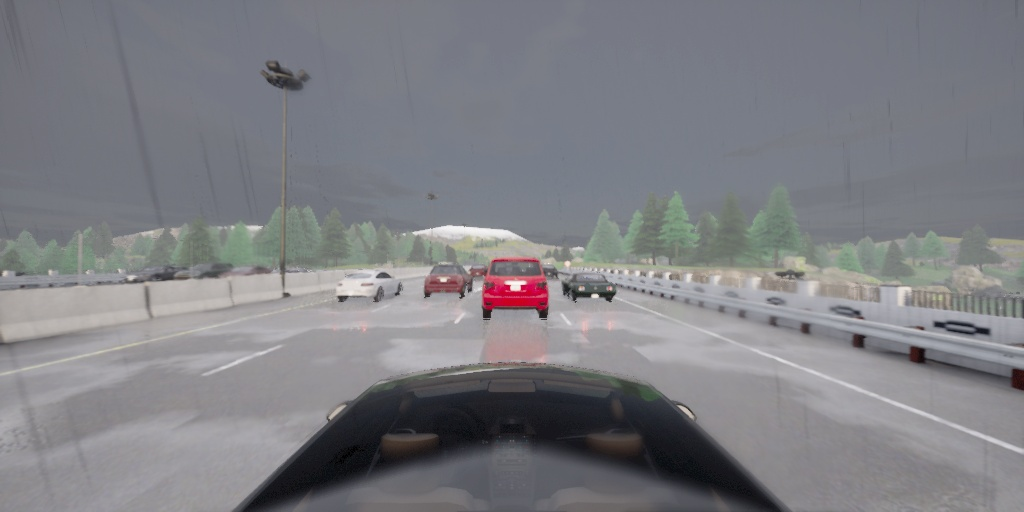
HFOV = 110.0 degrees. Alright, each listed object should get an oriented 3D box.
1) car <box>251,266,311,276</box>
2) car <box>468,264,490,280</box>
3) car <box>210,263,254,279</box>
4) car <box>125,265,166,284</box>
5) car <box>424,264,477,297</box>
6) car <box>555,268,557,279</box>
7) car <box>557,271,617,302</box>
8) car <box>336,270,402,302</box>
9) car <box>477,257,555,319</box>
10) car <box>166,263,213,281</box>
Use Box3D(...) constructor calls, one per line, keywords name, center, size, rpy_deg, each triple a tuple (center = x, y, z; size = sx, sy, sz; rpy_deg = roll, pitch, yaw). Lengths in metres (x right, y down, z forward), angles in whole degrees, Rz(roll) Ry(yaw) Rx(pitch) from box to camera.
Box3D(name="car", center=(-17.582, 1.581, 28.104), size=(1.895, 1.301, 4.718), rpy_deg=(0, -1, 0))
Box3D(name="car", center=(-3.378, 1.612, 37.600), size=(1.882, 1.535, 5.008), rpy_deg=(0, -1, 0))
Box3D(name="car", center=(-21.080, 1.514, 28.697), size=(1.812, 1.442, 4.674), rpy_deg=(0, -1, 0))
Box3D(name="car", center=(-28.078, 1.484, 28.897), size=(2.128, 1.511, 4.902), rpy_deg=(0, -1, 0))
Box3D(name="car", center=(-3.389, 1.241, 19.888), size=(2.097, 1.767, 4.553), rpy_deg=(0, 0, 0))
Box3D(name="car", center=(3.623, 1.608, 37.410), size=(1.882, 1.535, 5.008), rpy_deg=(0, -1, 0))
Box3D(name="car", center=(3.611, 1.471, 17.772), size=(1.895, 1.301, 4.718), rpy_deg=(0, 0, 0))
Box3D(name="car", center=(-6.889, 1.395, 17.606), size=(1.812, 1.442, 4.674), rpy_deg=(0, 0, 0))
Box3D(name="car", center=(0.108, 1.058, 13.355), size=(2.150, 2.045, 5.566), rpy_deg=(0, 0, 0))
Box3D(name="car", center=(-24.578, 1.346, 29.051), size=(2.097, 1.767, 4.553), rpy_deg=(0, -1, 0))
